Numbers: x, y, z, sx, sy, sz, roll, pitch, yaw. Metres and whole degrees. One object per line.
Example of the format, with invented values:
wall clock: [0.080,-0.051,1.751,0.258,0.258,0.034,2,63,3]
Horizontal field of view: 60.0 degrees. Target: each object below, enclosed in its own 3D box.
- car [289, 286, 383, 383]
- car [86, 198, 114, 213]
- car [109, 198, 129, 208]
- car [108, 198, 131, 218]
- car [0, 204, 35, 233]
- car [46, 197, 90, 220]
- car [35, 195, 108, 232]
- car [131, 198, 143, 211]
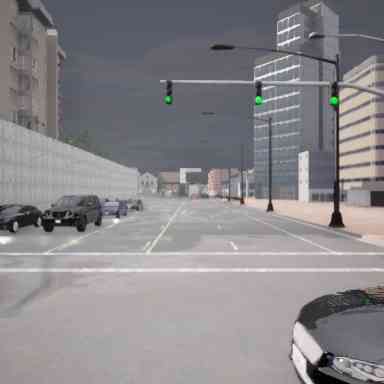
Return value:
car: [3.582,1.495,3.506,4.902,1.511,2.128,0,0,0]
car: [-10.616,1.498,38.663,1.837,1.490,4.892,0,0,0]
car: [-10.584,1.592,48.724,1.895,1.301,4.718,0,0,0]
car: [-7.116,1.520,30.051,1.812,1.442,4.674,0,0,0]
car: [-10.612,1.501,19.778,1.837,1.490,4.892,0,0,0]
car: [-10.616,1.347,28.846,2.097,1.767,4.553,0,0,0]
car: [-7.108,1.218,20.410,2.150,2.045,5.566,0,0,0]
car: [-7.114,1.484,40.393,2.128,1.511,4.902,0,0,0]
